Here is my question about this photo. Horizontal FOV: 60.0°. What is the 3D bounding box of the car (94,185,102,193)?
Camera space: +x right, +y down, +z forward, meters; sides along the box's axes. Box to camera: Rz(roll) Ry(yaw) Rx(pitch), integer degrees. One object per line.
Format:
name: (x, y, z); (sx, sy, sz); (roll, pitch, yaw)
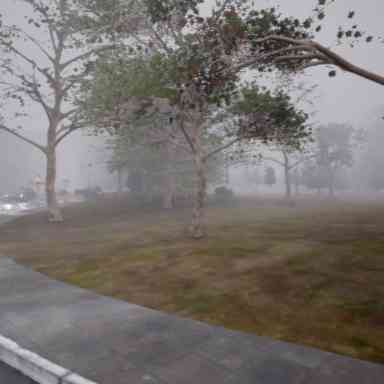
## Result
car: (-20.776, -0.798, 71.305); (2.097, 1.767, 4.553); (0, 2, -5)

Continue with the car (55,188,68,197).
car: (-22.956, 0.058, 57.414); (1.994, 1.385, 4.181); (0, 2, -4)

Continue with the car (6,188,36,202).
car: (-21.777, 0.325, 42.503); (2.097, 1.767, 4.553); (0, 4, -4)

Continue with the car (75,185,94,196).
car: (-19.947, -0.157, 60.959); (1.882, 1.535, 5.008); (0, 2, -5)
